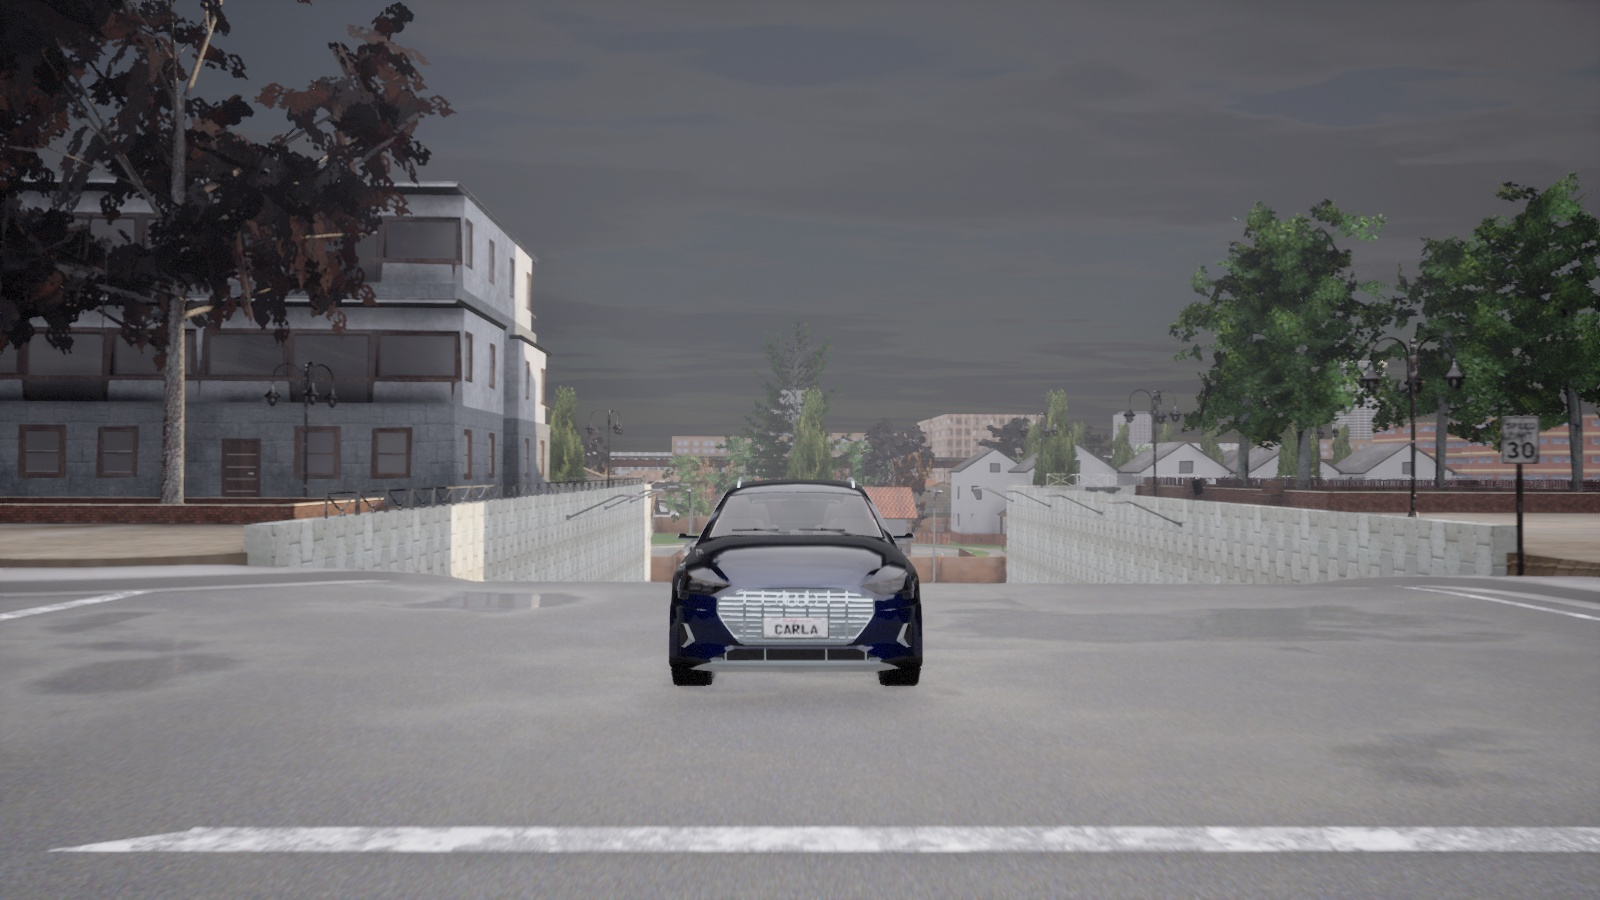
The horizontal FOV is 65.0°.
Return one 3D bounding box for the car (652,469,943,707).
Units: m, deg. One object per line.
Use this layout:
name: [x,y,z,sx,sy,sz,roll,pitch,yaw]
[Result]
car: [-0.024,1.042,11.255,2.033,1.649,4.856,0,-2,0]
